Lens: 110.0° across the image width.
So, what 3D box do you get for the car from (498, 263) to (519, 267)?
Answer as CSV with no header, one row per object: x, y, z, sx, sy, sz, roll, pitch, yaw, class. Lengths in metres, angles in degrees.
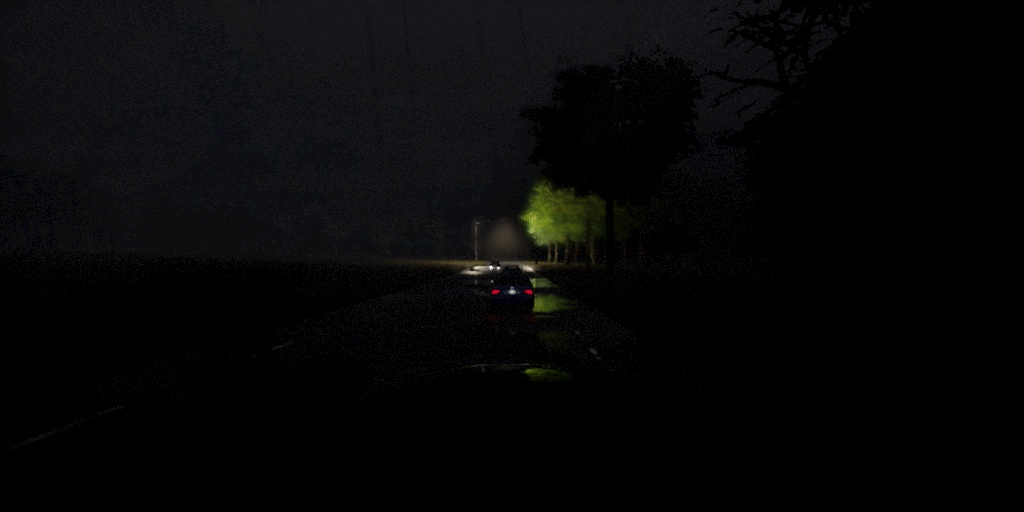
0.019,1.471,31.122,1.994,1.385,4.181,0,0,0,car

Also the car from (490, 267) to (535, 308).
0.008,1.398,15.824,2.033,1.411,5.357,0,0,0,car
